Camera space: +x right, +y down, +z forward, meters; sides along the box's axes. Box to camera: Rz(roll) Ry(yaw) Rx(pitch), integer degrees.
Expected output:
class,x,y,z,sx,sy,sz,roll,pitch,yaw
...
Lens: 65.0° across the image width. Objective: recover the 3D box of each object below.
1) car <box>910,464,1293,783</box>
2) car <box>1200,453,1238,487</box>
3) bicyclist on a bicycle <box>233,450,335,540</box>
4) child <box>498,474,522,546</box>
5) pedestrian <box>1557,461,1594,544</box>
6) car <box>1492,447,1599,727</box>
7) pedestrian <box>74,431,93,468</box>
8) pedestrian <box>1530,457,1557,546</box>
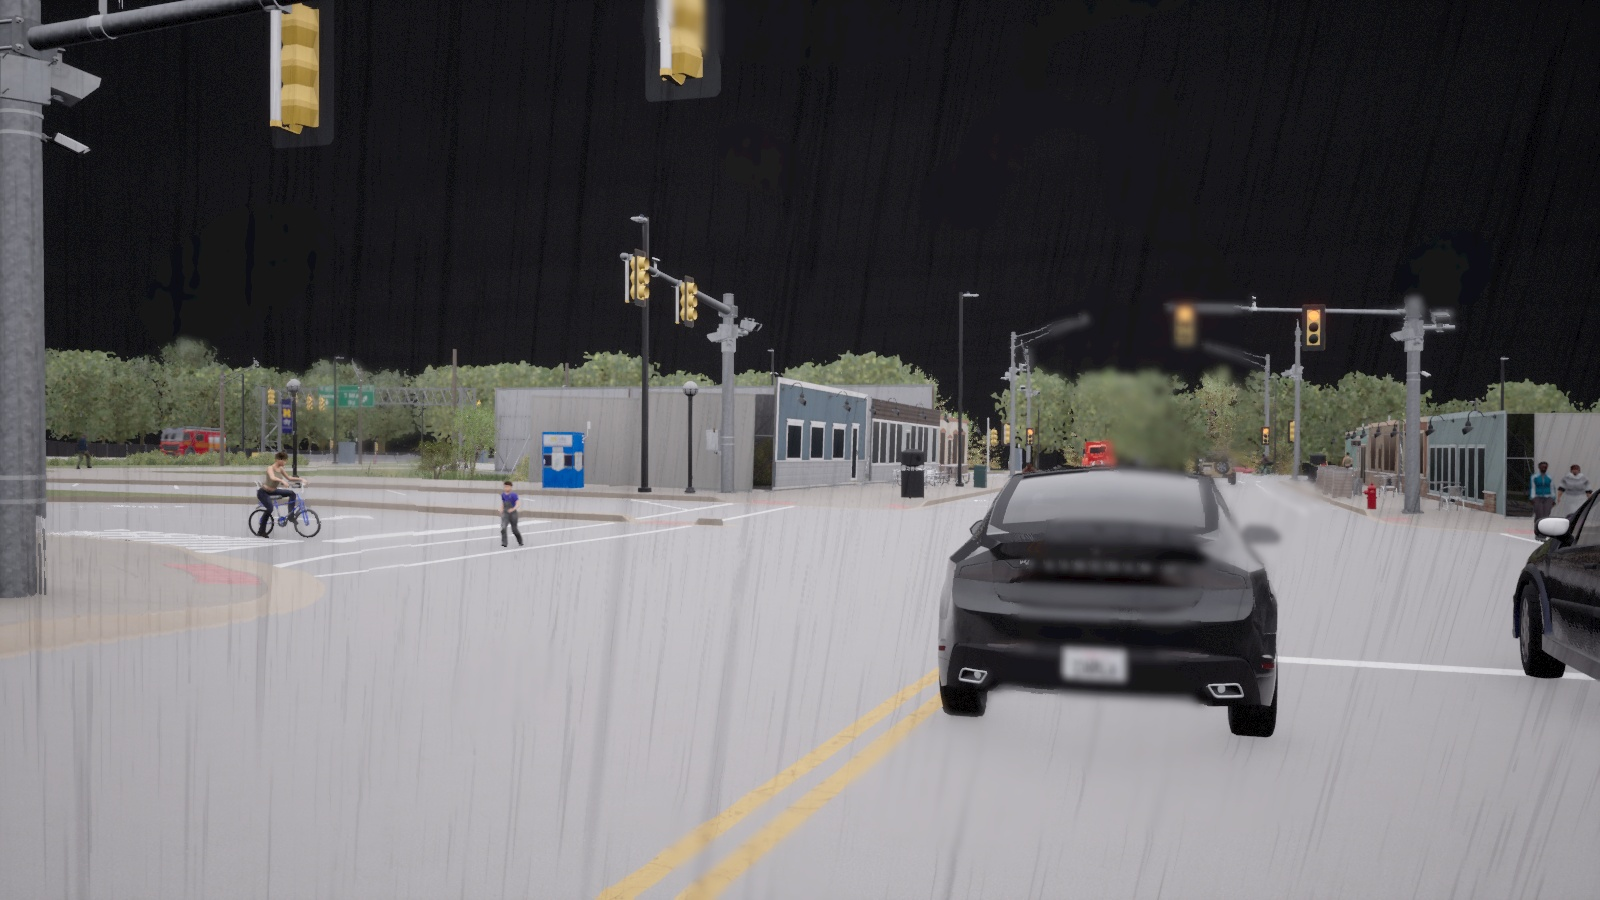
class,x,y,z,sx,sy,sz,roll,pitch,yaw
car,2.155,0.886,8.577,1.837,1.490,4.892,1,-1,17
car,23.680,1.096,71.104,1.932,1.855,4.605,1,0,17
bicyclist on a bicycle,-9.683,0.823,23.580,1.509,1.612,0.866,1,0,10
child,-5.216,1.075,22.570,0.270,1.263,0.437,0,1,10
pedestrian,18.737,1.259,30.331,0.659,1.952,0.873,1,1,38
car,5.806,0.822,7.885,1.851,1.617,3.988,1,-1,18
pedestrian,-35.133,-0.029,61.595,0.402,1.842,0.726,1,1,15
pedestrian,16.448,1.136,27.796,0.396,1.930,0.692,1,1,22
